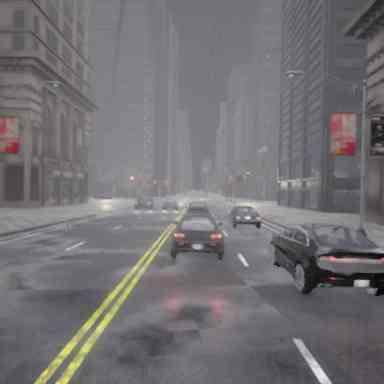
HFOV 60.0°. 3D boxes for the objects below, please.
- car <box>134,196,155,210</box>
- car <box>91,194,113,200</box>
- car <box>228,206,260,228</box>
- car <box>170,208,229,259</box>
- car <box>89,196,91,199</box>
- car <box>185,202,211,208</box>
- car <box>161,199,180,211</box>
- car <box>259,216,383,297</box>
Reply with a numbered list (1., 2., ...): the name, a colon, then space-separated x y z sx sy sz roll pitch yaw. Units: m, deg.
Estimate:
1. car: -5.936 1.355 42.154 2.097 1.767 4.553 1 0 1
2. car: -21.455 1.218 80.885 4.507 1.381 1.887 2 0 1
3. car: 3.624 1.684 23.465 2.033 1.411 5.357 1 0 2
4. car: 0.220 1.566 12.783 1.812 1.442 4.674 1 0 1
5. car: -26.907 1.050 80.947 4.829 1.417 1.752 2 0 1
6. car: 0.469 1.592 27.334 1.837 1.490 4.892 1 0 1
7. car: -2.689 1.592 42.182 1.812 1.442 4.674 1 0 1
8. car: 3.380 1.582 8.921 2.128 1.511 4.902 1 0 1
